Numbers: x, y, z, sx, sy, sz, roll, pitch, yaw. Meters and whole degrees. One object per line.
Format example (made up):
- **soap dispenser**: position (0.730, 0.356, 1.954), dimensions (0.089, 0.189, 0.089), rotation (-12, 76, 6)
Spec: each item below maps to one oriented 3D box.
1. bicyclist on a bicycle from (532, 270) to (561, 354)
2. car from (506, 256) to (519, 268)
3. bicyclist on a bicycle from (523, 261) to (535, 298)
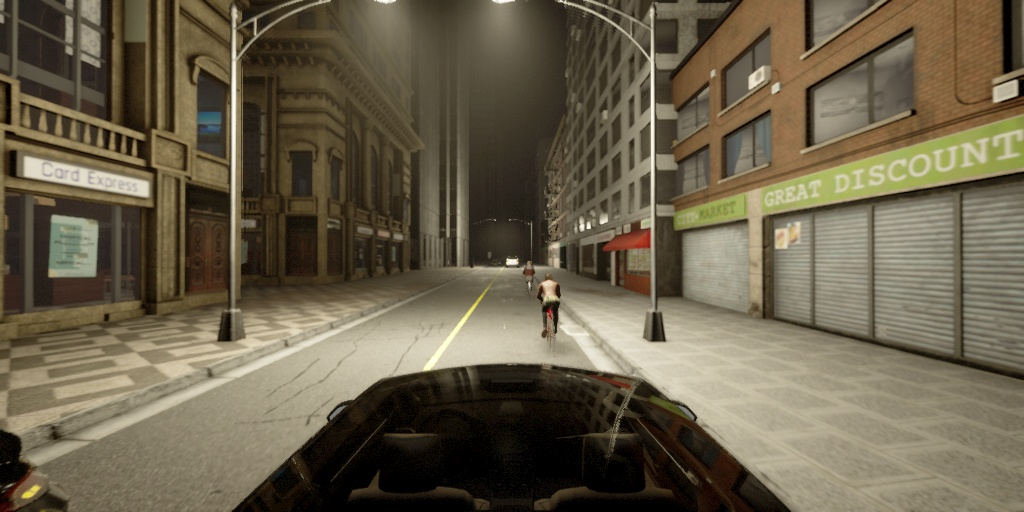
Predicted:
- **bicyclist on a bicycle**: position (0.826, 1.202, 7.875), dimensions (0.582, 1.620, 1.656), rotation (0, 0, 0)
- **car**: position (0.100, 1.000, 62.973), dimensions (2.150, 2.045, 5.566), rotation (0, 0, 0)
- **bicyclist on a bicycle**: position (0.825, 1.120, 17.476), dimensions (0.659, 1.776, 1.843), rotation (0, 0, 0)
